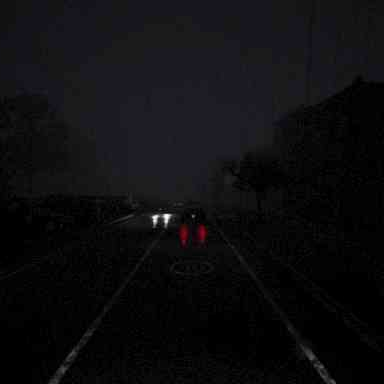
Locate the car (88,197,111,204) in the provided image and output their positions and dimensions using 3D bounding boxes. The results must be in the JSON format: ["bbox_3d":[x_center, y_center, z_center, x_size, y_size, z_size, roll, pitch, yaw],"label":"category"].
[{"bbox_3d":[-22.015,1.967,79.542,4.892,1.521,2.231,0,-1,0],"label":"car"}]

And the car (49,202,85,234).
[{"bbox_3d":[-8.853,1.464,18.266,4.892,1.521,2.231,0,0,0],"label":"car"}]

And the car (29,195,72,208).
[{"bbox_3d":[-21.938,1.442,51.661,5.566,2.045,2.435,0,-1,0],"label":"car"}]

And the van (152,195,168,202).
[{"bbox_3d":[-9.068,1.880,93.951,4.442,1.987,1.878,0,-1,0],"label":"van"}]

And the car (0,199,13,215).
[{"bbox_3d":[-21.936,1.566,34.951,5.008,1.535,2.097,0,0,0],"label":"car"}]

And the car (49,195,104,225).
[{"bbox_3d":[-8.876,1.227,21.072,5.566,2.045,2.435,0,0,0],"label":"car"}]

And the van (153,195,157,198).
[{"bbox_3d":[-8.779,1.524,57.511,4.442,1.987,1.878,0,-1,0],"label":"van"}]

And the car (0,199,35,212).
[{"bbox_3d":[-21.978,1.632,40.520,4.792,1.488,2.163,0,0,0],"label":"car"}]

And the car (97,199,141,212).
[{"bbox_3d":[-8.866,1.604,40.697,4.892,1.521,2.231,0,0,0],"label":"car"}]

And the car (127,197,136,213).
[{"bbox_3d":[-8.856,1.566,35.086,5.008,1.535,2.097,0,0,0],"label":"car"}]

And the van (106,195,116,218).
[{"bbox_3d":[-8.735,1.285,26.677,4.442,1.987,1.878,0,0,0],"label":"van"}]

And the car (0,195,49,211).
[{"bbox_3d":[-21.926,1.371,43.305,5.566,2.045,2.435,0,0,0],"label":"car"}]

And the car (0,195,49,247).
[{"bbox_3d":[-8.877,1.196,12.662,5.566,2.045,2.435,0,0,0],"label":"car"}]

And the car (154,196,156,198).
[{"bbox_3d":[-8.921,1.752,54.705,4.792,1.488,2.163,0,-1,0],"label":"car"}]

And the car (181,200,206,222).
[{"bbox_3d":[0.094,1.570,26.410,1.812,1.442,4.674,0,0,0],"label":"car"}]

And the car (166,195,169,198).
[{"bbox_3d":[-8.902,1.717,79.936,5.566,2.045,2.435,0,-1,0],"label":"car"}]

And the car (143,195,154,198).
[{"bbox_3d":[-9.073,1.692,51.902,5.366,1.575,1.946,0,-1,0],"label":"car"}]

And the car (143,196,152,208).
[{"bbox_3d":[-8.878,1.669,49.102,5.008,1.535,2.097,0,-1,0],"label":"car"}]

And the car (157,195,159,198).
[{"bbox_3d":[-8.871,1.807,60.311,4.792,1.488,2.163,0,-1,0],"label":"car"}]

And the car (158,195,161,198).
[{"bbox_3d":[-8.875,1.834,63.114,4.792,1.488,2.163,0,-1,0],"label":"car"}]

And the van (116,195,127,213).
[{"bbox_3d":[-8.974,1.322,32.284,4.442,1.987,1.878,0,0,0],"label":"van"}]

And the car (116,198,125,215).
[{"bbox_3d":[-8.848,1.531,29.480,4.892,1.521,2.231,0,0,0],"label":"car"}]

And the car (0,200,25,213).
[{"bbox_3d":[-21.916,1.614,37.735,4.792,1.488,2.163,0,0,0],"label":"car"}]

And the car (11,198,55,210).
[{"bbox_3d":[-21.953,1.645,46.090,5.008,1.535,2.097,0,0,0],"label":"car"}]

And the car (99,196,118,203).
[{"bbox_3d":[-22.053,1.921,87.870,4.553,1.767,2.185,0,-1,0],"label":"car"}]

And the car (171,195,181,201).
[{"bbox_3d":[-3.263,1.896,78.763,2.033,1.411,5.357,0,-1,0],"label":"car"}]

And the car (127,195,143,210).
[{"bbox_3d":[-8.894,1.333,37.891,5.566,2.045,2.435,0,0,0],"label":"car"}]

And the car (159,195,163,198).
[{"bbox_3d":[-8.904,1.832,65.918,5.008,1.535,2.097,0,-1,0],"label":"car"}]

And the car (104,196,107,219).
[{"bbox_3d":[-8.817,1.367,23.873,4.553,1.767,2.185,0,0,0],"label":"car"}]

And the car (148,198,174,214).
[{"bbox_3d":[-3.350,1.675,36.955,1.994,1.385,4.181,0,0,0],"label":"car"}]

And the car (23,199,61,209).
[{"bbox_3d":[-21.960,1.707,48.750,4.674,1.452,2.002,0,0,0],"label":"car"}]

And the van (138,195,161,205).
[{"bbox_3d":[-8.796,1.633,68.723,4.442,1.987,1.878,0,-1,0],"label":"van"}]
